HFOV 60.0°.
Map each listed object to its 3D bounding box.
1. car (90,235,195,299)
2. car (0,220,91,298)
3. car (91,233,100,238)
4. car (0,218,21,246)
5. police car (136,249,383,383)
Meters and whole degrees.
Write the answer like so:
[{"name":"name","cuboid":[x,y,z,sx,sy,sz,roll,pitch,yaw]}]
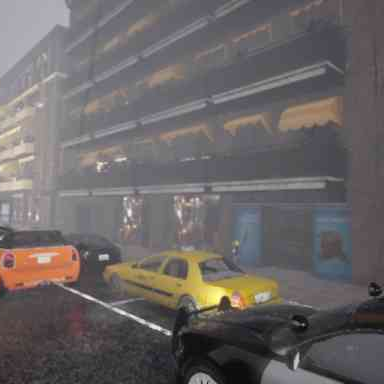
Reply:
[{"name":"car","cuboid":[-0.331,1.916,7.689,1.752,1.417,4.829,4,-4,-44]},{"name":"car","cuboid":[-5.142,1.742,9.813,2.097,1.767,4.553,4,-4,-44]},{"name":"car","cuboid":[-4.133,2.069,11.631,1.947,1.339,4.313,4,-4,-44]},{"name":"car","cuboid":[-11.972,2.286,19.763,2.008,1.369,4.403,4,-4,-44]},{"name":"police car","cuboid":[1.849,1.625,2.856,1.930,1.638,5.238,4,-4,-44]}]
